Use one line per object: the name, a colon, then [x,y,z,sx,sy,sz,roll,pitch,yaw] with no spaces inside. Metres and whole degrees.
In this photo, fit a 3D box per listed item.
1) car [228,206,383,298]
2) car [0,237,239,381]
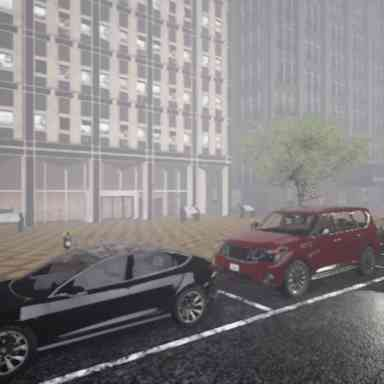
car: [2.970,1.311,8.679,5.009,1.841,2.192,0,0,-35]
car: [-1.526,1.565,5.473,4.313,1.339,1.947,0,0,-35]
